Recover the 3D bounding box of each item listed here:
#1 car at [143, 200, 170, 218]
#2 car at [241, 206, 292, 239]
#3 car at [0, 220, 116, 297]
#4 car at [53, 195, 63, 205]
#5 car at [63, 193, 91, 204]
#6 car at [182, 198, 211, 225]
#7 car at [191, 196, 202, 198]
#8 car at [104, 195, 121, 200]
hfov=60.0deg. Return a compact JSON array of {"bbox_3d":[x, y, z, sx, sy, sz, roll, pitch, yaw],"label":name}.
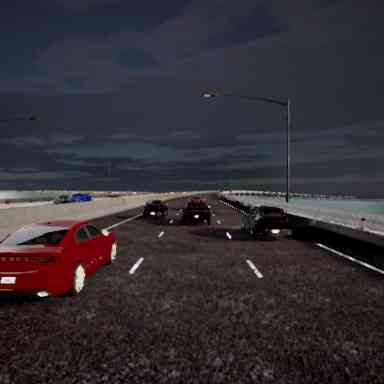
[{"bbox_3d":[-3.109,1.452,29.008,1.837,1.490,4.892,0,0,1],"label":"car"},{"bbox_3d":[3.736,1.475,17.150,1.837,1.490,4.892,0,0,1],"label":"car"},{"bbox_3d":[-3.342,1.463,8.577,1.882,1.535,5.008,0,0,0],"label":"car"},{"bbox_3d":[-20.329,1.251,52.878,2.097,1.767,4.553,0,0,2],"label":"car"},{"bbox_3d":[-16.908,1.127,50.042,2.150,2.045,5.566,0,0,1],"label":"car"},{"bbox_3d":[0.320,1.434,23.971,1.882,1.535,5.008,0,0,1],"label":"car"},{"bbox_3d":[0.605,1.275,41.224,2.097,1.767,4.553,0,0,1],"label":"car"},{"bbox_3d":[-13.263,1.244,55.447,2.097,1.767,4.553,0,0,2],"label":"car"}]
